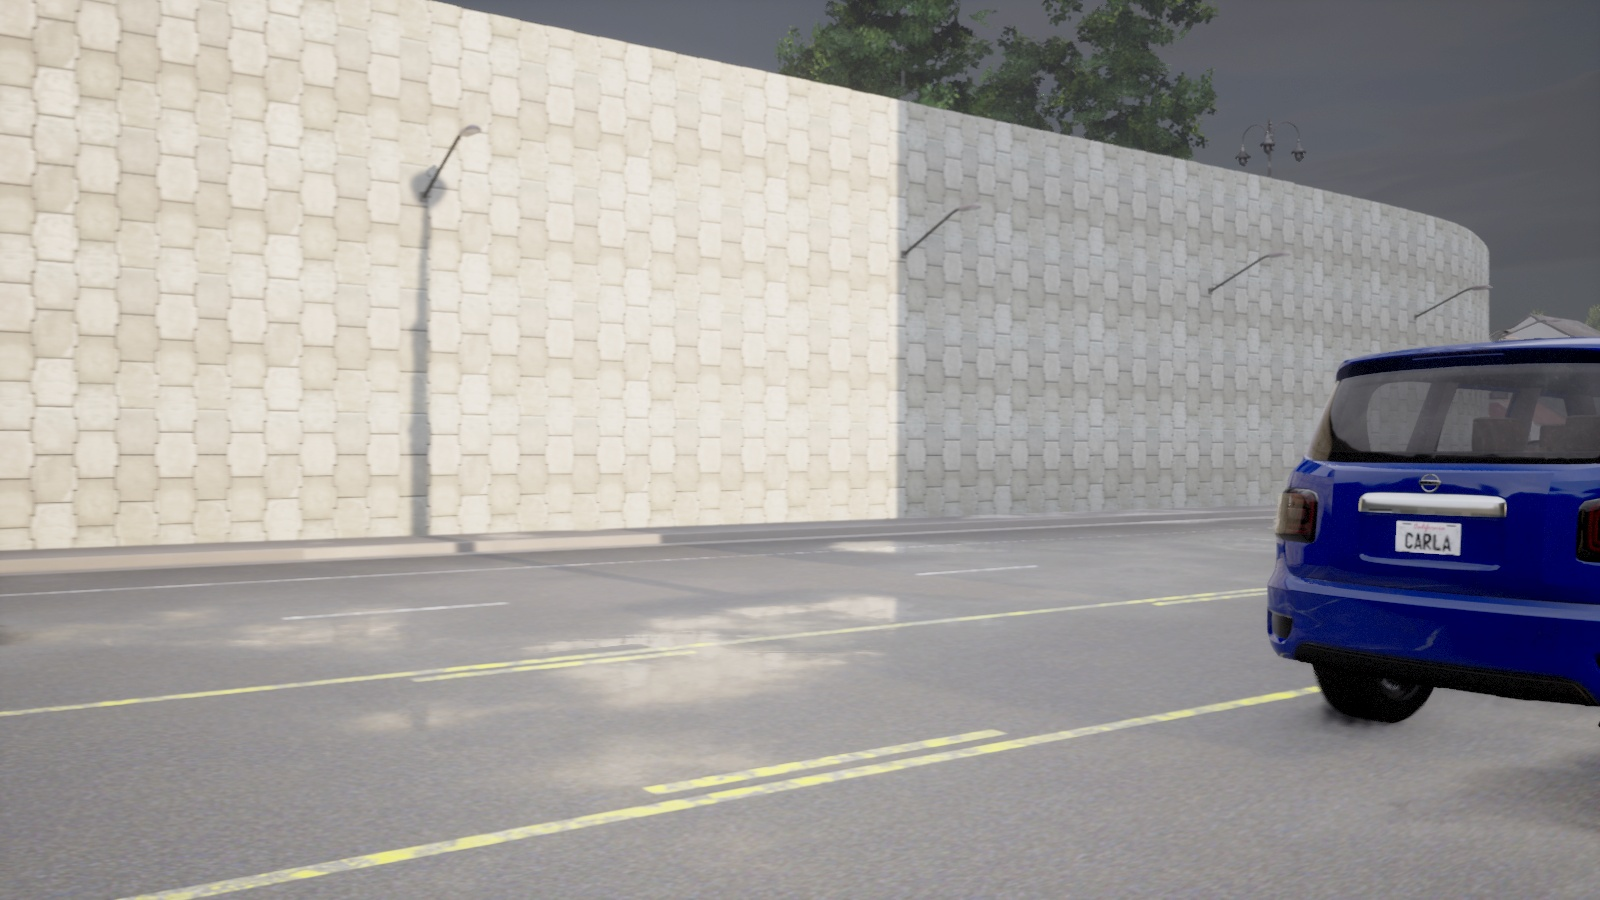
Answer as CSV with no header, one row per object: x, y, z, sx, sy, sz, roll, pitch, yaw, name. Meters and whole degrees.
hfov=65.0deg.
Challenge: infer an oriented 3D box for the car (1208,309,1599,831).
4.987,0.471,7.131,5.566,2.045,2.150,0,0,-35,car
